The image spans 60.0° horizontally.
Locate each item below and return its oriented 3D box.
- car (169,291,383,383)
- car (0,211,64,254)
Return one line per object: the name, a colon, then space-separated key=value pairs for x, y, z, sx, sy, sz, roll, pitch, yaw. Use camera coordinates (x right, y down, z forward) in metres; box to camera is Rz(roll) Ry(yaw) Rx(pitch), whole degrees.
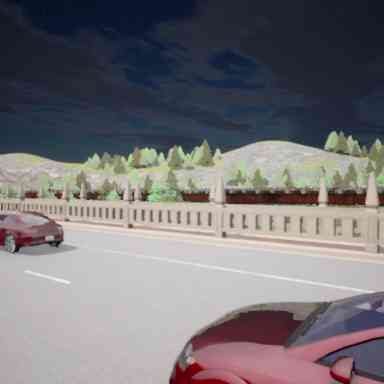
car: x=1.834 y=1.564 z=2.684 sx=4.181 sy=1.385 sz=1.994 roll=0 pitch=0 yaw=36
car: x=-6.996 y=1.497 z=13.375 sx=4.674 sy=1.442 sz=1.812 roll=0 pitch=0 yaw=36
